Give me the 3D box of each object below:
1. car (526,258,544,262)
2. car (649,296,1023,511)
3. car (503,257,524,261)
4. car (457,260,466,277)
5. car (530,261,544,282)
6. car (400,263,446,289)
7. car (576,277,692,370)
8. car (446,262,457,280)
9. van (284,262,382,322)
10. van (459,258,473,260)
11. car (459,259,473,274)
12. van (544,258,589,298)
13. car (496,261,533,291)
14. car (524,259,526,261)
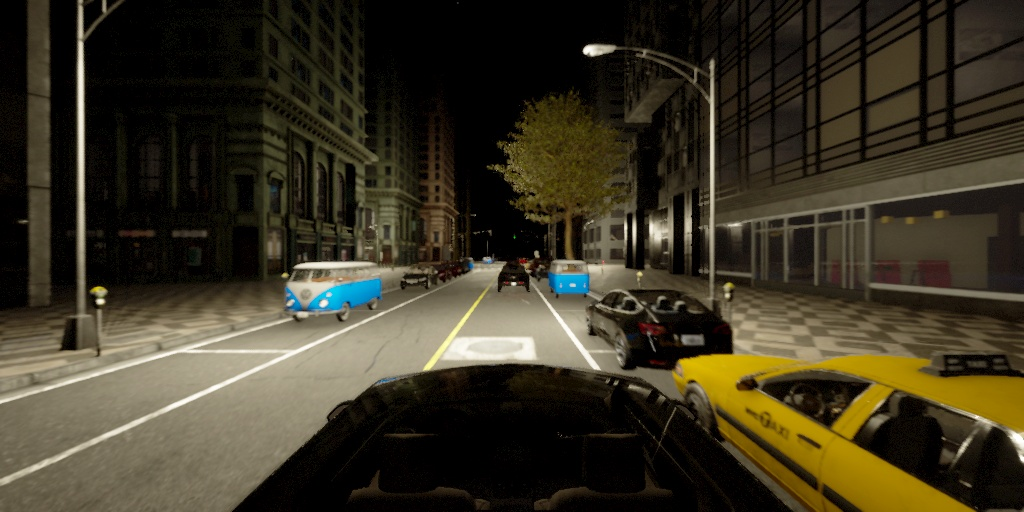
[{"bbox_3d":[2.763,1.078,33.989,2.192,1.841,5.009,0,0,0],"label":"car"},{"bbox_3d":[2.762,1.275,2.425,1.751,1.417,4.829,0,0,0],"label":"car"},{"bbox_3d":[0.102,1.248,43.043,1.882,1.535,5.008,0,0,0],"label":"car"},{"bbox_3d":[-5.762,1.308,33.634,1.888,1.381,4.507,0,0,0],"label":"car"},{"bbox_3d":[2.763,1.310,28.700,2.007,1.370,4.403,0,0,0],"label":"car"},{"bbox_3d":[-5.762,1.307,22.808,2.007,1.370,4.403,0,0,0],"label":"car"},{"bbox_3d":[2.763,1.317,7.545,1.948,1.339,4.313,0,0,0],"label":"car"},{"bbox_3d":[-5.762,1.342,28.221,1.802,1.307,4.207,0,0,0],"label":"car"},{"bbox_3d":[-5.763,1.093,11.982,1.690,1.789,3.998,0,0,0],"label":"van"},{"bbox_3d":[-5.762,1.112,44.460,1.690,1.789,3.998,0,0,0],"label":"van"},{"bbox_3d":[-5.762,1.333,39.048,1.948,1.339,4.313,0,0,0],"label":"car"},{"bbox_3d":[2.763,1.096,18.123,1.690,1.789,3.998,0,0,0],"label":"van"},{"bbox_3d":[0.100,1.262,21.906,1.837,1.490,4.892,0,0,0],"label":"car"},{"bbox_3d":[2.770,1.302,50.028,1.751,1.417,4.829,0,0,0],"label":"car"}]
